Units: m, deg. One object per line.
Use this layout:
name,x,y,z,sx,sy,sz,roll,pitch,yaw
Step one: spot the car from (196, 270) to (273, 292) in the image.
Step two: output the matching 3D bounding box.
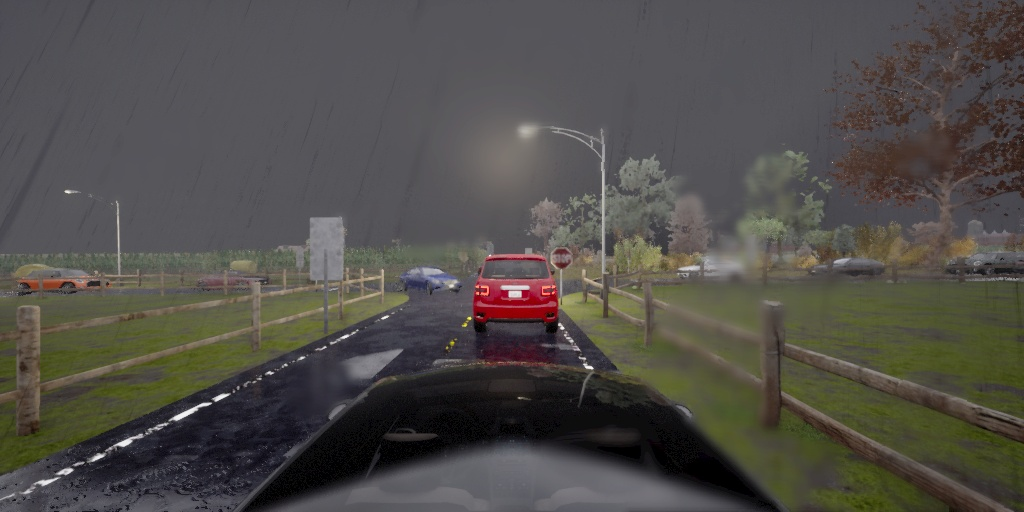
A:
car,-18.514,1.644,24.048,4.181,1.385,1.994,-1,0,1

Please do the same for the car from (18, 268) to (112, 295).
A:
car,-30.133,1.651,24.279,4.553,1.767,2.097,-1,0,1

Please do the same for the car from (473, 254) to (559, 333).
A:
car,0.152,0.973,10.925,2.150,2.045,5.566,0,0,2

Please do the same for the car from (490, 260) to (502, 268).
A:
car,-2.789,1.384,62.845,1.994,1.385,4.181,0,0,0

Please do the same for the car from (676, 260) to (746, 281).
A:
car,14.570,1.002,26.347,4.674,1.442,1.812,-1,0,1

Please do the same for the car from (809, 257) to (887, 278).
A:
car,24.438,0.829,26.151,4.674,1.442,1.812,-1,0,1

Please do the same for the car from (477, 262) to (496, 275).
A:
car,-2.812,1.383,40.732,1.895,1.301,4.718,0,0,0

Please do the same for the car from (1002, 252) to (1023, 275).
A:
car,35.521,0.610,22.989,4.902,1.511,2.128,-1,0,1

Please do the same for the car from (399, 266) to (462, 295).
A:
car,-4.646,1.299,19.937,1.812,1.442,4.674,0,-1,-43

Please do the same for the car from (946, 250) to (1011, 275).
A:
car,34.610,0.482,25.945,4.553,1.767,2.097,-1,0,1
